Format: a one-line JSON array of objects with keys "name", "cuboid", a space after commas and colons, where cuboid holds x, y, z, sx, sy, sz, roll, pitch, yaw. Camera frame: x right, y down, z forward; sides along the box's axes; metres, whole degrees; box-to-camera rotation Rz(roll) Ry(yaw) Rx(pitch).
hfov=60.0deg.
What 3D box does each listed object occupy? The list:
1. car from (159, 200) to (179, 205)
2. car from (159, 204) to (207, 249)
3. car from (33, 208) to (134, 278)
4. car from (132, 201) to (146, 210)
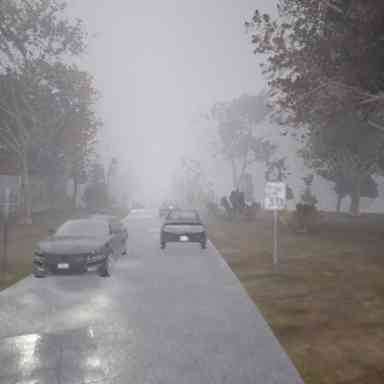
[{"name": "car", "cuboid": [-2.223, 1.545, 33.112, 2.097, 1.767, 4.553, 1, -1, -7]}, {"name": "car", "cuboid": [-0.437, 1.529, 14.806, 2.128, 1.511, 4.902, 1, 0, -3]}, {"name": "car", "cuboid": [-3.142, 1.472, 10.322, 1.882, 1.535, 5.008, 1, 0, -3]}, {"name": "car", "cuboid": [-8.244, 2.007, 51.121, 1.994, 1.385, 4.181, 1, -1, -11]}]
